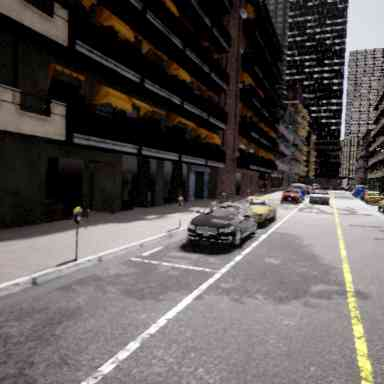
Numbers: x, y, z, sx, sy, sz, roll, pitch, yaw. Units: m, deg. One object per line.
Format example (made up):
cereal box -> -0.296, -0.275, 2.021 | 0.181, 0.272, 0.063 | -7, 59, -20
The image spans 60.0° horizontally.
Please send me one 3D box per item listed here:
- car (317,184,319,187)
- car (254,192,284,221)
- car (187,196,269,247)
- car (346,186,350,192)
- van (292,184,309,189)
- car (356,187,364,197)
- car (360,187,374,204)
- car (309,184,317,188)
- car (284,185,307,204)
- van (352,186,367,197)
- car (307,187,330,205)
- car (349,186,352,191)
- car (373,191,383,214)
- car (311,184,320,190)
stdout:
car -> 23.118, -0.596, 64.716 | 1.887, 1.381, 4.507 | 4, 3, 22
car -> 3.398, 0.826, 17.294 | 1.752, 1.417, 4.829 | 4, 3, 22
car -> 1.278, 1.011, 12.201 | 2.008, 1.369, 4.403 | 4, 3, 22
car -> 36.947, -0.765, 77.462 | 1.967, 1.590, 4.097 | 4, 3, 22
van -> 12.207, -0.011, 38.447 | 1.690, 1.788, 3.998 | 4, 3, 22
car -> 21.655, 0.469, 40.708 | 1.802, 1.307, 4.206 | 4, 3, 22
car -> 19.539, 0.567, 35.610 | 1.752, 1.417, 4.829 | 4, 3, 22
car -> 18.750, -0.282, 54.213 | 1.887, 1.381, 4.507 | 4, 3, 22
car -> 10.015, 0.352, 33.207 | 1.887, 1.381, 4.507 | 4, 3, 22
van -> 26.033, -0.087, 51.199 | 1.690, 1.788, 3.998 | 4, 3, 22
car -> 12.824, 0.504, 33.316 | 1.895, 1.301, 4.718 | 3, 3, 22
car -> 28.275, -0.065, 56.617 | 1.752, 1.417, 4.829 | 4, 3, 22
car -> 15.172, 0.888, 25.109 | 1.752, 1.417, 4.829 | 4, 3, 22
car -> 31.857, -1.316, 85.719 | 1.967, 1.590, 4.097 | 4, 3, 22
